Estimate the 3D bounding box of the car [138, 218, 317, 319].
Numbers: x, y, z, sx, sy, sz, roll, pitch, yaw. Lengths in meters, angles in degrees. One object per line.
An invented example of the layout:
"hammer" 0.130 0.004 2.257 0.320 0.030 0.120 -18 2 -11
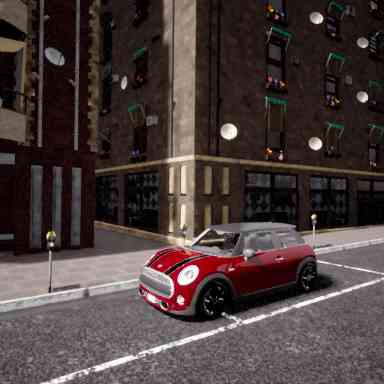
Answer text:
"car" 0.875 1.442 7.314 4.097 1.590 1.967 0 1 -35
